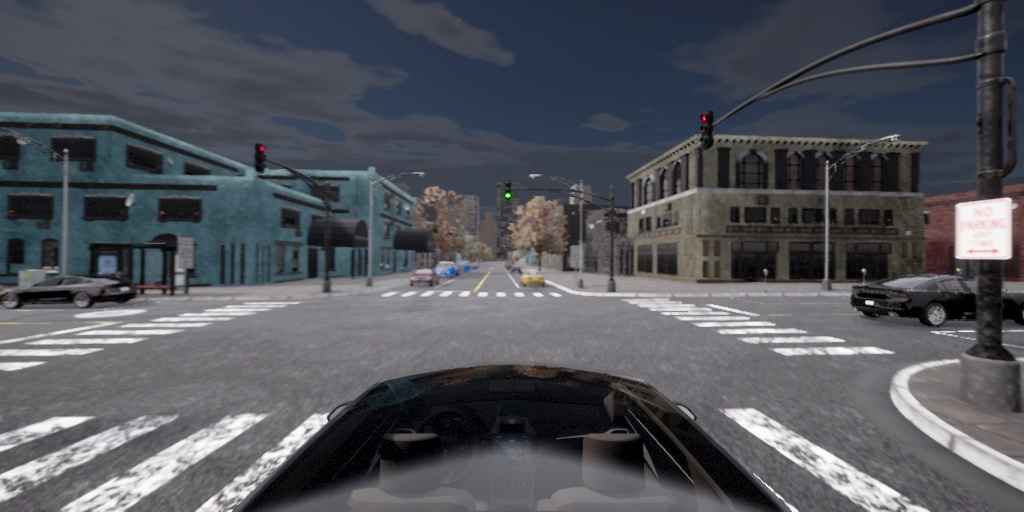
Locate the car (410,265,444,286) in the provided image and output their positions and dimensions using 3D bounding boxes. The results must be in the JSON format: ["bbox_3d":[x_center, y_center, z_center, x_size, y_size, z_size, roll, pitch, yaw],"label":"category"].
[{"bbox_3d":[-6.754,1.615,28.023,1.802,1.307,4.207,0,0,-2],"label":"car"}]

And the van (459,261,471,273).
[{"bbox_3d":[-7.802,1.731,55.732,1.690,1.789,3.998,0,0,-2],"label":"van"}]

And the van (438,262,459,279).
[{"bbox_3d":[-7.173,1.517,39.106,1.690,1.789,3.998,0,0,-2],"label":"van"}]

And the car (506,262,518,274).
[{"bbox_3d":[0.573,2.029,56.047,2.007,1.370,4.403,0,0,-2],"label":"car"}]

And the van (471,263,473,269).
[{"bbox_3d":[-8.011,1.802,61.274,1.690,1.789,3.998,0,0,-2],"label":"van"}]

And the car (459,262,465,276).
[{"bbox_3d":[-7.383,1.792,44.649,1.888,1.381,4.507,0,0,-2],"label":"car"}]

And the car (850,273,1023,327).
[{"bbox_3d":[13.786,1.322,11.494,5.008,1.535,1.882,0,0,-3],"label":"car"}]

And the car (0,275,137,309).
[{"bbox_3d":[-18.788,1.471,15.373,4.313,1.339,1.948,0,0,-3],"label":"car"}]

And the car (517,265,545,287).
[{"bbox_3d":[1.613,1.647,28.508,1.751,1.417,4.829,0,0,-2],"label":"car"}]
